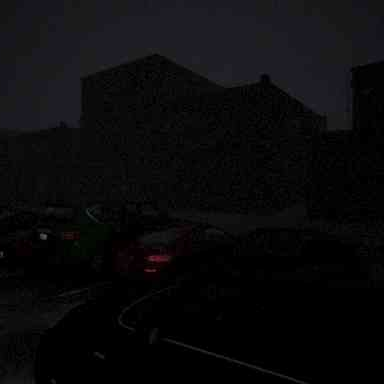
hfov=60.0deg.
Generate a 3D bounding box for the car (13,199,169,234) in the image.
[{"bbox_3d":[-2.196,1.232,10.615,2.435,2.045,5.566,0,0,36],"label":"car"}]

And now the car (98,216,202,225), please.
[{"bbox_3d":[0.020,1.521,8.974,2.002,1.452,4.674,0,0,36],"label":"car"}]

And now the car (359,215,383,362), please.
[{"bbox_3d":[4.508,1.354,5.770,2.185,1.767,4.553,0,0,36],"label":"car"}]

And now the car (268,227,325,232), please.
[{"bbox_3d":[2.273,1.510,7.384,2.163,1.488,4.792,0,0,36],"label":"car"}]

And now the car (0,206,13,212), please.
[{"bbox_3d":[-6.684,1.489,13.819,2.097,1.535,5.008,0,0,36],"label":"car"}]

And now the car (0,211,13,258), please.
[{"bbox_3d":[-4.465,1.514,12.185,2.163,1.488,4.792,0,0,36],"label":"car"}]

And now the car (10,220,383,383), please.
[{"bbox_3d":[0.601,1.352,2.955,4.553,1.767,2.097,0,0,36],"label":"car"}]
